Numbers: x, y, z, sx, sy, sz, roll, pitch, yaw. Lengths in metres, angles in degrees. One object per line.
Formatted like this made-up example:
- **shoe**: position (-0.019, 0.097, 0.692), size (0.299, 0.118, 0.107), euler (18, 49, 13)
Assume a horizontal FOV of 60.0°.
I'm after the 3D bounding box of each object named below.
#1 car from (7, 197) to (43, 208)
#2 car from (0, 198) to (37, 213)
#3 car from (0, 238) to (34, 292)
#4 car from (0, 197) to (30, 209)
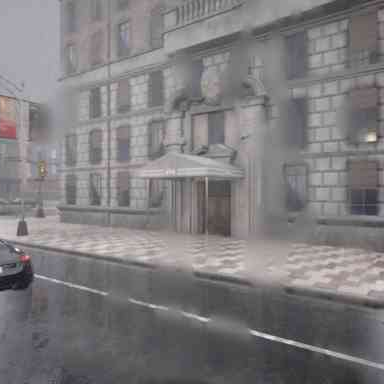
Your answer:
- **car**: position (-22.128, 1.478, 43.622), size (1.882, 1.535, 5.008), euler (0, 0, 35)
- **car**: position (-18.882, 1.601, 33.995), size (1.895, 1.301, 4.718), euler (0, 0, 35)
- **car**: position (-5.605, 1.564, 7.842), size (4.181, 1.385, 1.994), euler (0, 0, 35)
- **car**: position (-25.101, 1.492, 45.472), size (2.128, 1.511, 4.902), euler (0, 0, 35)
